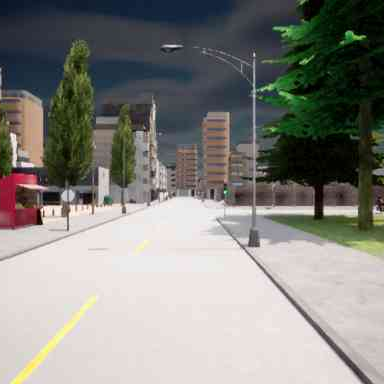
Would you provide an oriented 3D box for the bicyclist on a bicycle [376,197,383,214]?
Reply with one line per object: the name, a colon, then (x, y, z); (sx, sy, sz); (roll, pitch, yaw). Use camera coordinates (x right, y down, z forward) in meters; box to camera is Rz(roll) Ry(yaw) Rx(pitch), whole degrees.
bicyclist on a bicycle: (18.108, 1.324, 31.941); (0.582, 1.620, 1.656); (0, 0, 0)
